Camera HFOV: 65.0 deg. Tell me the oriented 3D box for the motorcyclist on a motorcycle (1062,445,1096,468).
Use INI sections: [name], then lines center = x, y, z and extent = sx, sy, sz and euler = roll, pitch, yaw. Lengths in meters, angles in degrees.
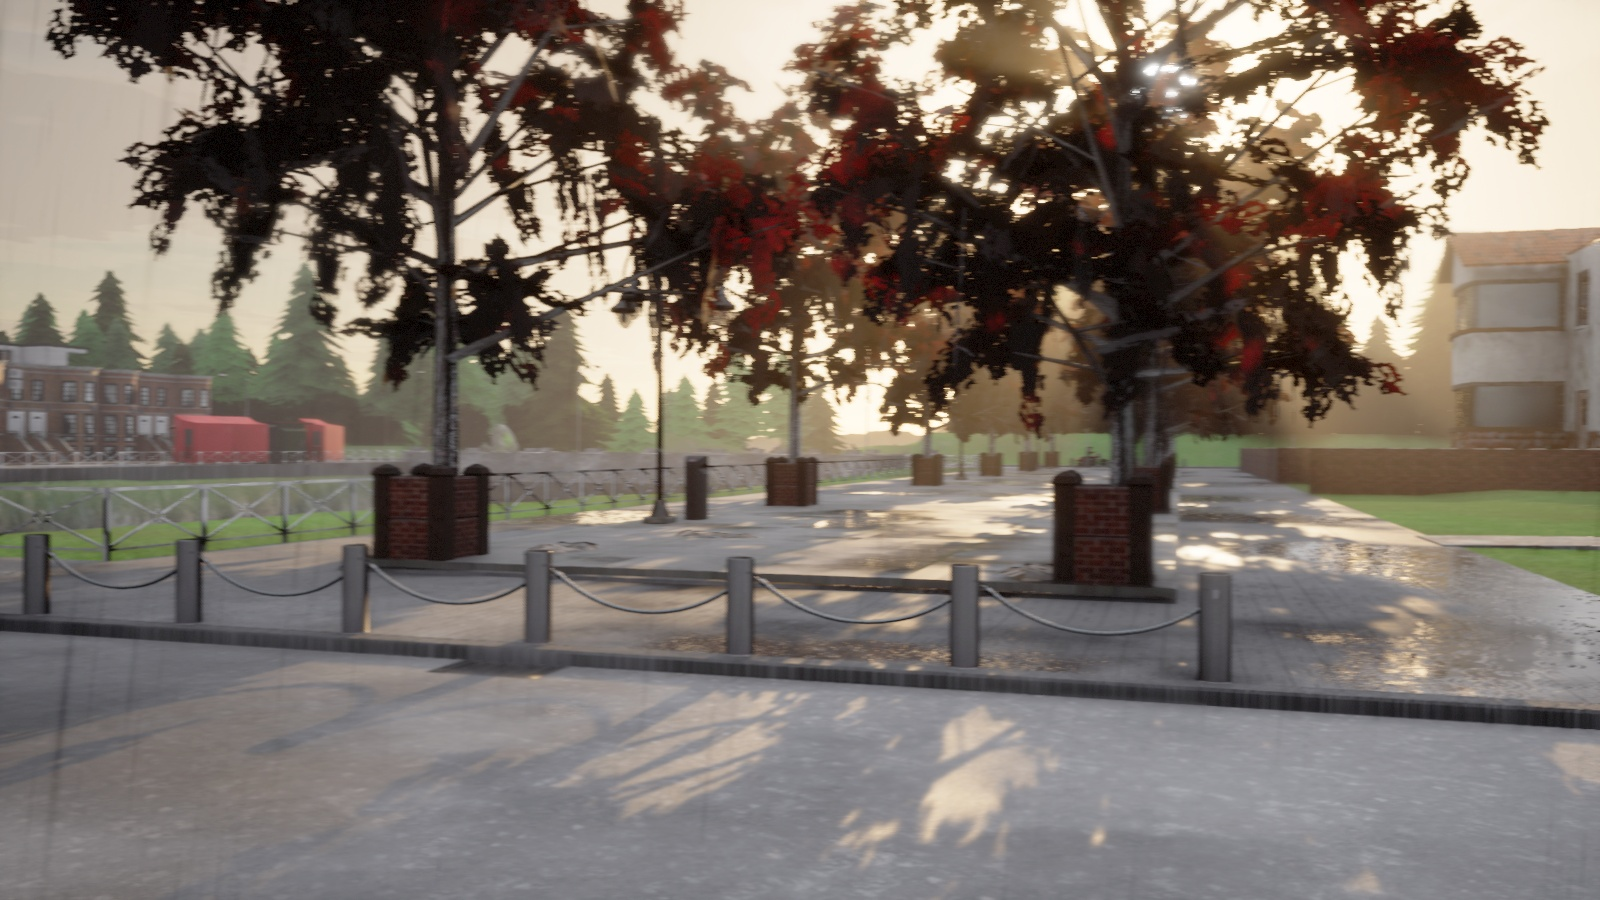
[motorcyclist on a motorcycle]
center = 19.979, 0.438, 89.961
extent = 2.350, 1.649, 0.766
euler = 0, 0, 16
